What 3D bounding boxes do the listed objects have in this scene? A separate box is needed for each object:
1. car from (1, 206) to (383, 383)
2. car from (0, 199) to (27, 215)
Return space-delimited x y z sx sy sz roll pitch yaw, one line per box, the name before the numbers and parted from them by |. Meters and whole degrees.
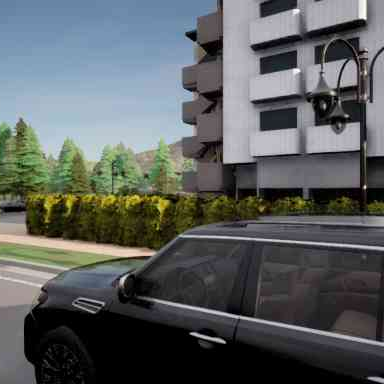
car | 0.773 1.221 3.121 5.566 2.045 2.150 0 0 34
car | -18.133 1.491 33.490 2.128 1.511 4.902 0 0 33
